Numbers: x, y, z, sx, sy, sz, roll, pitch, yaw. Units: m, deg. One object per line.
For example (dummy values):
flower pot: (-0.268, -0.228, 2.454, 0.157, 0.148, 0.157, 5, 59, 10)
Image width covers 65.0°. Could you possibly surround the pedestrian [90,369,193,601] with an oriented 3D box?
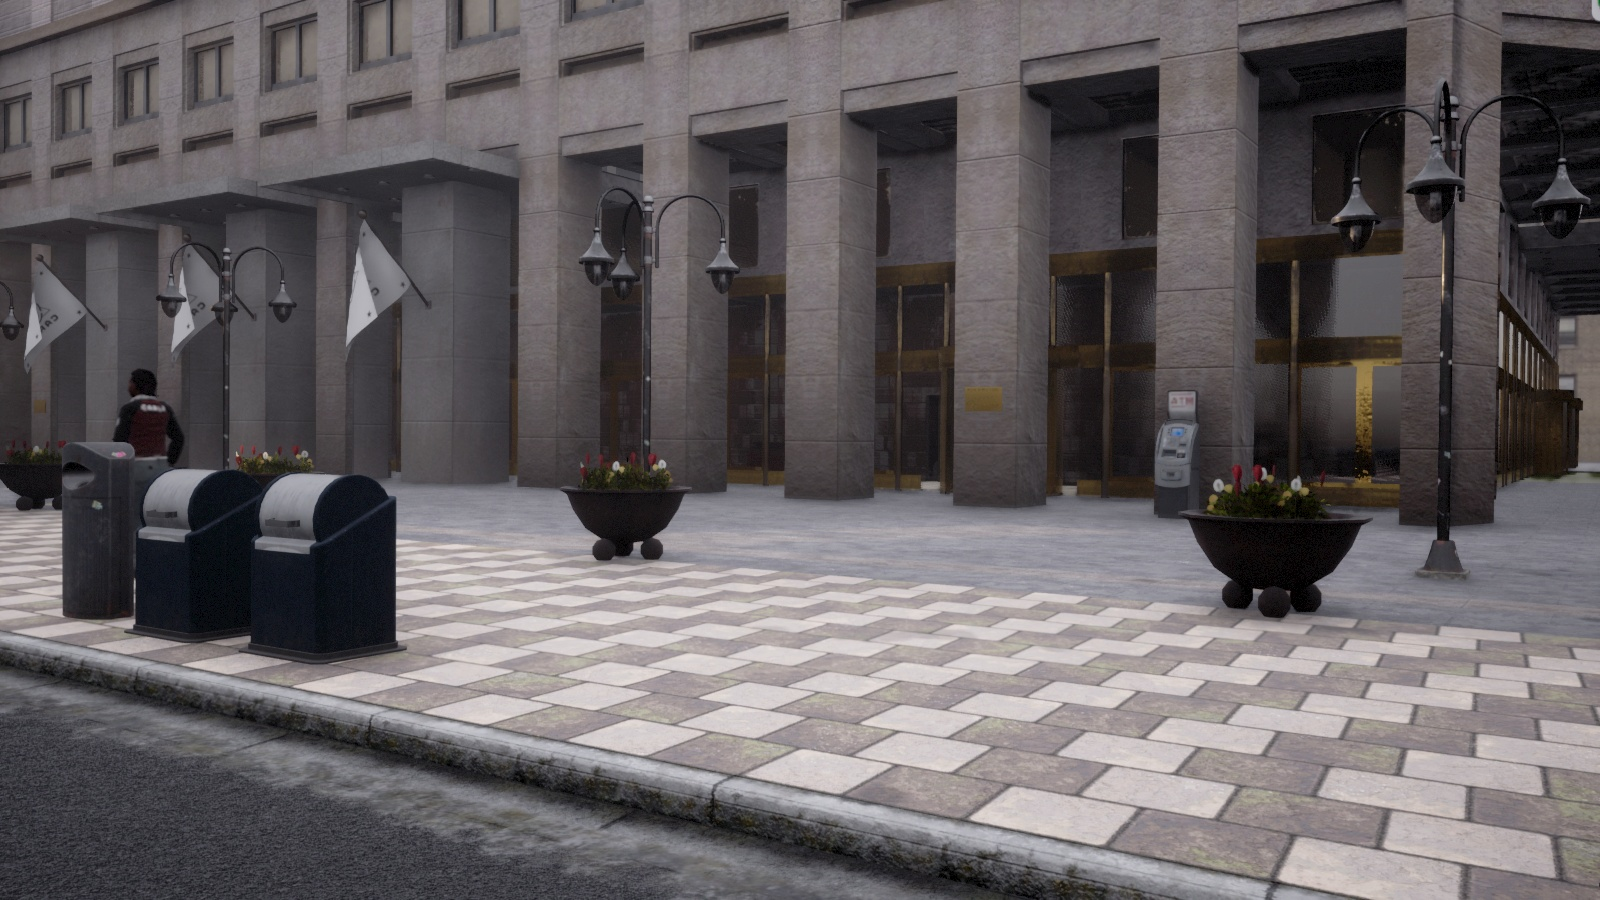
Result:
pedestrian: (-5.629, 0.292, 10.746, 0.666, 1.930, 0.402, 0, 1, 19)
